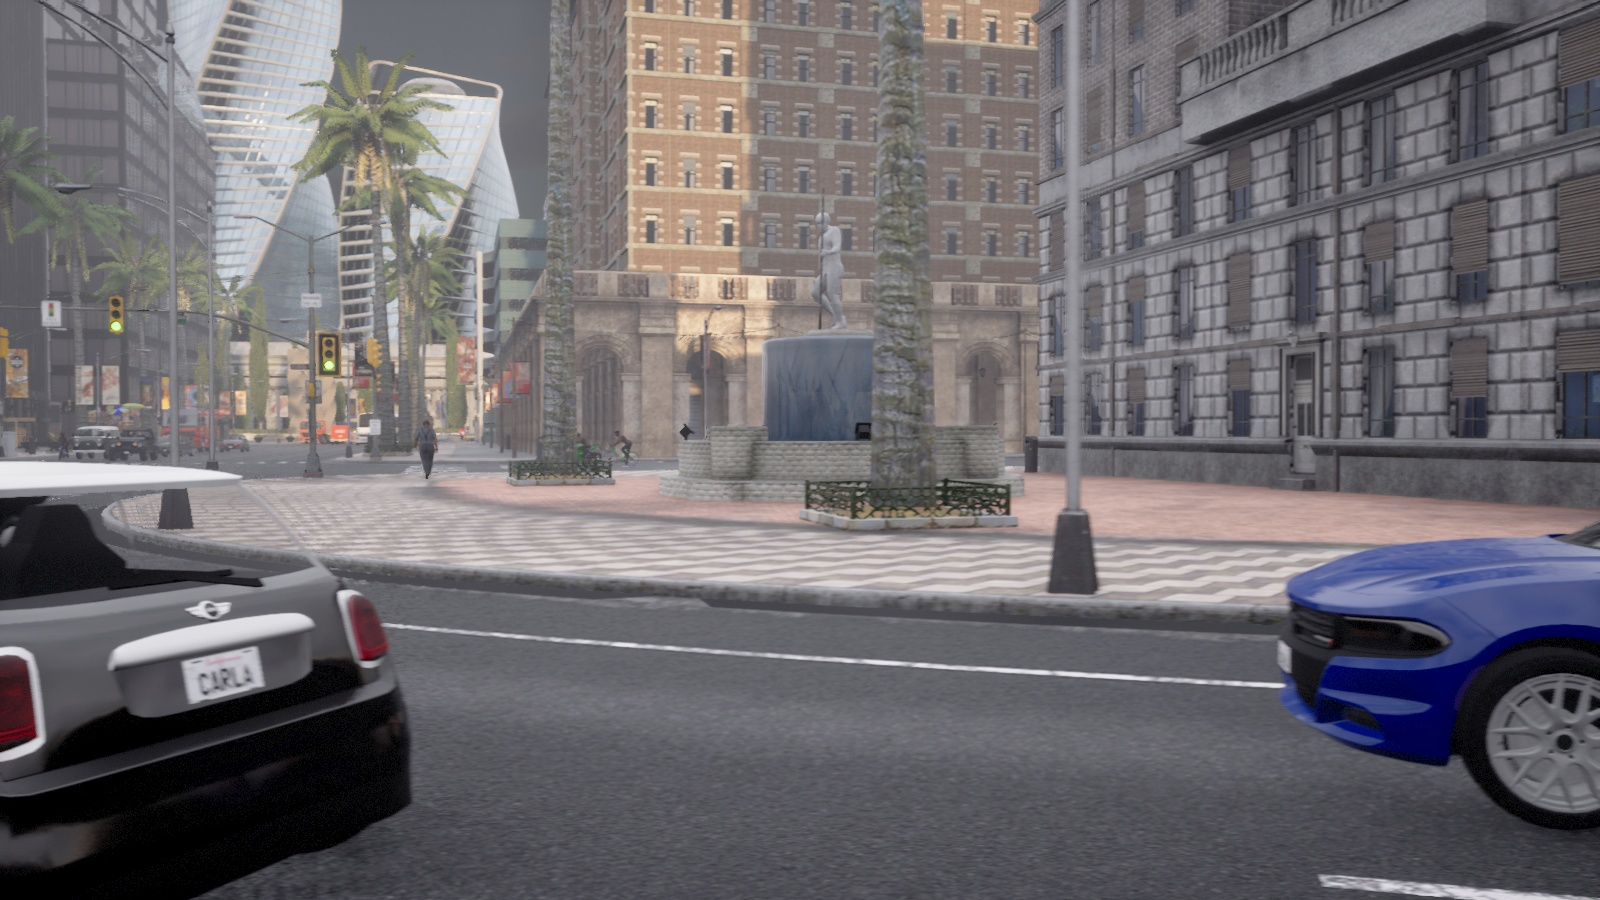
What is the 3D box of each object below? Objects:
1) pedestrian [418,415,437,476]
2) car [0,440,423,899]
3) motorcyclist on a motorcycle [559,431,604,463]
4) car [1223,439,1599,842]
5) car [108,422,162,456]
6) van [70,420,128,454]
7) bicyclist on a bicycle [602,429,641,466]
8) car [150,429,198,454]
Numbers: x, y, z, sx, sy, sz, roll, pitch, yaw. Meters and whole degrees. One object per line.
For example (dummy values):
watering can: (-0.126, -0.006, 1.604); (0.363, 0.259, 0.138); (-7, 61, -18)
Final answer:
pedestrian: (-11.289, -0.142, 38.048); (0.540, 1.848, 0.694); (0, 1, -16)
car: (-3.571, 0.708, 4.591); (3.806, 1.475, 1.970); (1, 1, 22)
motorcyclist on a motorcycle: (-10.345, -0.141, 59.512); (2.044, 1.523, 0.797); (0, 1, -15)
car: (4.590, 0.739, 5.475); (5.008, 1.535, 1.882); (0, 1, 12)
car: (-37.889, -0.622, 71.624); (1.905, 1.878, 3.866); (0, 1, -15)
van: (-42.912, -0.795, 76.962); (2.069, 2.038, 4.480); (0, 1, -15)
bicyclist on a bicycle: (-8.045, -0.116, 56.583); (1.656, 1.620, 0.582); (0, 1, -15)
car: (-40.381, -0.569, 81.091); (1.837, 1.490, 4.892); (0, 1, -15)
